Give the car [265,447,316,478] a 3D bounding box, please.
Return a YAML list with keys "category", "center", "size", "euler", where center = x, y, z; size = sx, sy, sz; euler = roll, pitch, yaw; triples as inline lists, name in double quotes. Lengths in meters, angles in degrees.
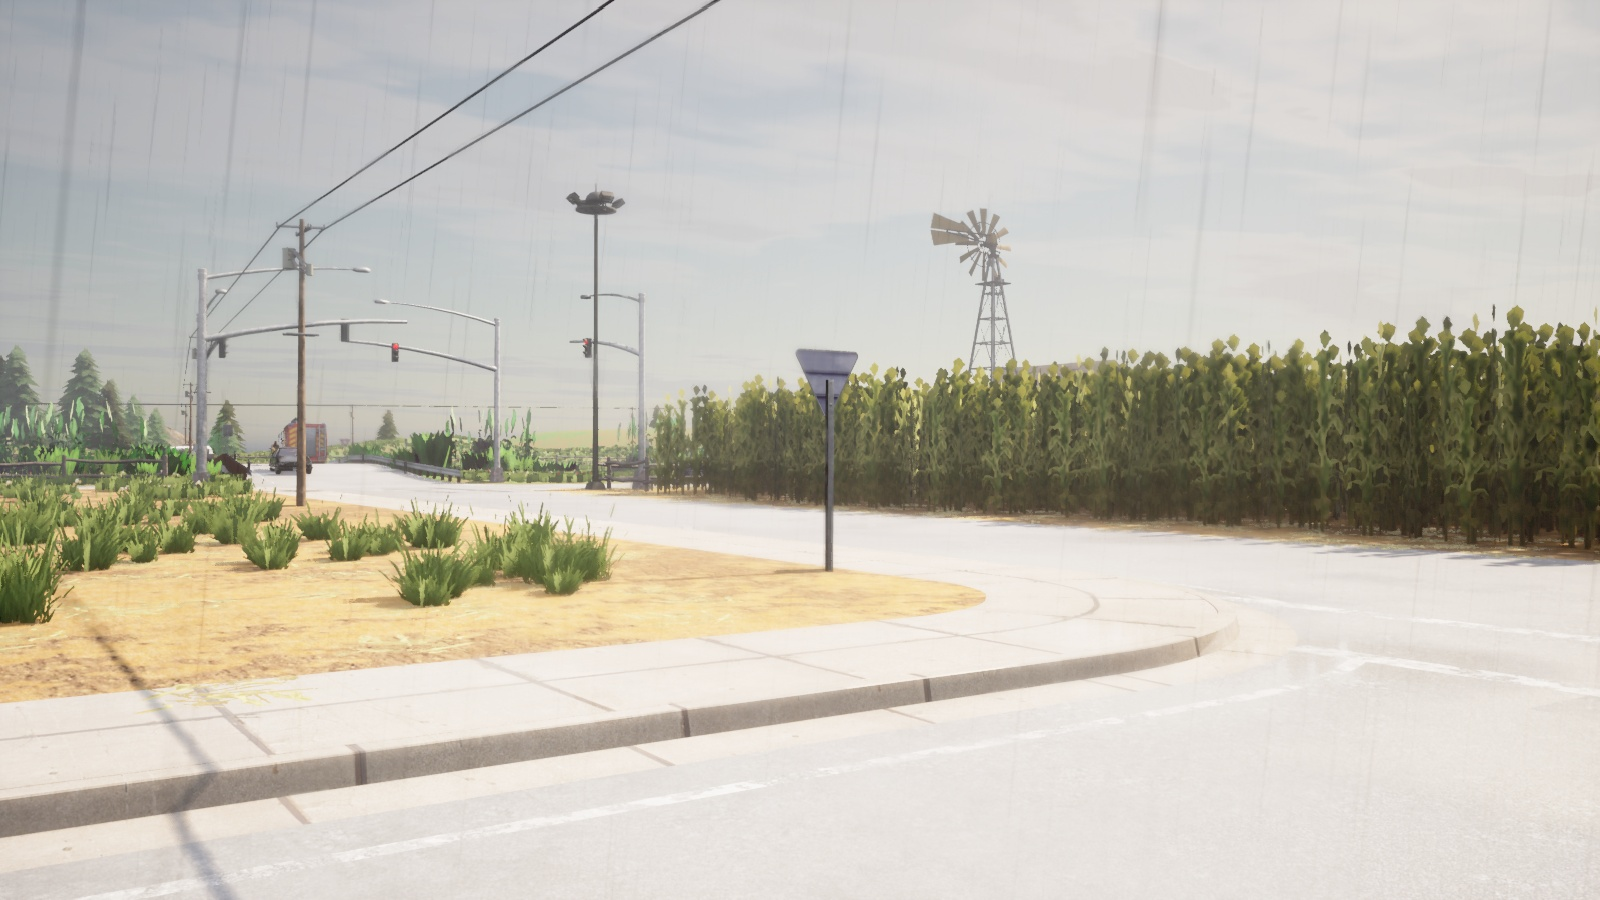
- category: "car"
  center: [-28.228, 0.655, 69.513]
  size: [2.033, 1.411, 5.357]
  euler: [0, 3, -28]
